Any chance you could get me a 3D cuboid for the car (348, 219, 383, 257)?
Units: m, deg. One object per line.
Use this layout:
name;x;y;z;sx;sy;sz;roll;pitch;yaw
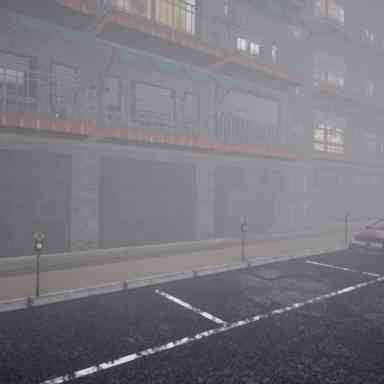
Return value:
car;7.255;1.581;11.728;4.206;1.307;1.802;0;1;-36
